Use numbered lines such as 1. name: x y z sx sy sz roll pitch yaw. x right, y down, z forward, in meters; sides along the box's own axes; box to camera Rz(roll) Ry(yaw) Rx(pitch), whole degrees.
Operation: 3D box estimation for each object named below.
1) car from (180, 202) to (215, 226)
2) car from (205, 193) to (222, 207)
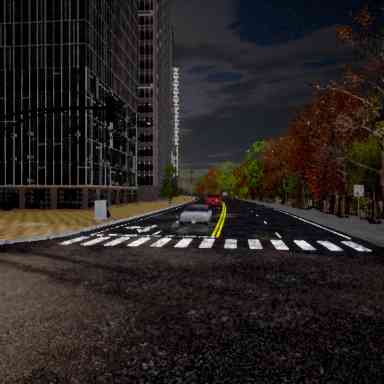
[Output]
1. car: 0.356 1.607 23.443 1.895 1.301 4.718 0 0 7
2. car: 3.289 1.213 50.568 2.150 2.045 5.566 0 0 5
